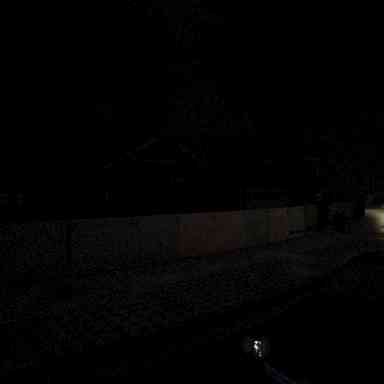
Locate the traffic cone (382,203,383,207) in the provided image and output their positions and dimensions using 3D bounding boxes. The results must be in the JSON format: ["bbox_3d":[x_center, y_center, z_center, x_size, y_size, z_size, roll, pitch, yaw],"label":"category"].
[{"bbox_3d":[27.768,1.916,48.260,0.340,0.580,0.340,0,0,13],"label":"traffic cone"}]

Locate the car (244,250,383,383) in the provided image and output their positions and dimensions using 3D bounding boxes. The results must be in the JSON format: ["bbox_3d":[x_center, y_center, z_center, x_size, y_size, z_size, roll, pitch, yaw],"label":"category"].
[{"bbox_3d":[2.657,1.525,4.123,4.674,1.442,1.812,0,0,-40],"label":"car"}]

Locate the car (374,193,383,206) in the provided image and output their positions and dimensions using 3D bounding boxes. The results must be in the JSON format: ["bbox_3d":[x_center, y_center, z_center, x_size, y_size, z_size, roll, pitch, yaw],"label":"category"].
[{"bbox_3d":[30.409,1.174,52.020,2.150,2.045,5.566,0,0,9],"label":"car"}]
